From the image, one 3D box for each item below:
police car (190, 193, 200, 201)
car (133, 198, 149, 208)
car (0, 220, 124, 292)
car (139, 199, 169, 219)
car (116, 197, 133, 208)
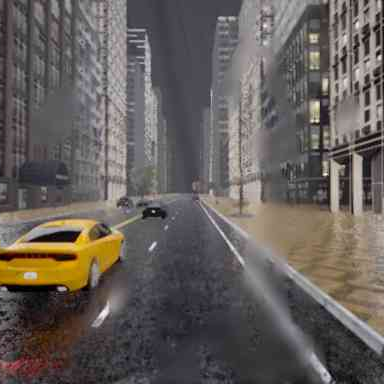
[{"bbox_3d":[0.998,1.439,86.325,1.930,1.638,5.238,0,0,0],"label":"police car"},{"bbox_3d":[-6.562,1.572,46.395,1.994,1.385,4.181,0,0,0],"label":"car"},{"bbox_3d":[-3.141,1.479,8.964,1.882,1.535,5.008,0,0,0],"label":"car"},{"bbox_3d":[-3.142,1.569,29.114,1.994,1.385,4.181,0,0,0],"label":"car"},{"bbox_3d":[-9.805,1.514,48.760,1.837,1.490,4.892,0,0,0],"label":"car"}]
